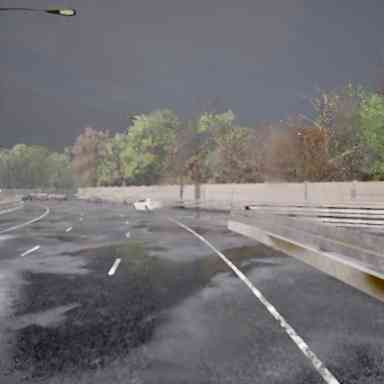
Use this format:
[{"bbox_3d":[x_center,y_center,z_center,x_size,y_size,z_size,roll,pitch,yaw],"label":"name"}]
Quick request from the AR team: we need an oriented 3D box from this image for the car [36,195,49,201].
[{"bbox_3d":[-33.580,1.362,74.415,4.181,1.385,1.994,0,0,45],"label":"car"}]

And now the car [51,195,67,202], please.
[{"bbox_3d":[-30.138,1.466,75.846,1.812,1.442,4.674,0,0,-43],"label":"car"}]

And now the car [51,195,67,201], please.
[{"bbox_3d":[-30.640,1.338,76.485,4.674,1.442,1.812,0,0,45],"label":"car"}]

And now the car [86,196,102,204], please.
[{"bbox_3d":[-17.714,1.434,59.994,2.033,1.411,5.357,0,0,-30],"label":"car"}]

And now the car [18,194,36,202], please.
[{"bbox_3d":[-36.119,1.321,72.005,4.892,1.490,1.837,0,0,45],"label":"car"}]

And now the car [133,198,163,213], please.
[{"bbox_3d":[-4.896,1.427,36.919,1.812,1.442,4.674,-1,0,-36],"label":"car"}]
